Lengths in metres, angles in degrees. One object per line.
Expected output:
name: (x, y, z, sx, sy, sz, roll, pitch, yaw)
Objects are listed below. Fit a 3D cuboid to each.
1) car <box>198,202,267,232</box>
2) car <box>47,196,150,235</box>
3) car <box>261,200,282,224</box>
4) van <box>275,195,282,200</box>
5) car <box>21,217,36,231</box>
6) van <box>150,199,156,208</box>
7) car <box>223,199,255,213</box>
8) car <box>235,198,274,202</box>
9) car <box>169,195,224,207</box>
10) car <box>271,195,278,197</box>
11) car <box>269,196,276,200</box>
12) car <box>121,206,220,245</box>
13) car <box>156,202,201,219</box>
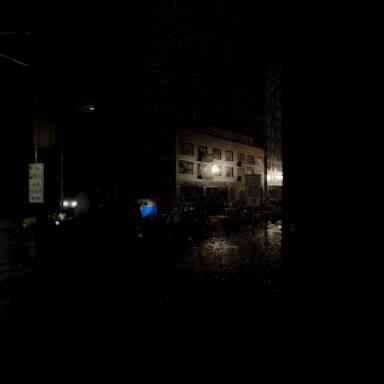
car: (2.581, 1.552, 20.255, 1.752, 1.417, 4.829, 0, 0, 36)
car: (-5.353, 1.250, 19.468, 2.150, 2.045, 5.566, 0, 0, 36)
car: (5.910, 1.552, 24.844, 1.752, 1.417, 4.829, 0, 0, 36)
van: (9.141, 1.365, 29.294, 1.690, 1.788, 3.998, 0, 0, 36)
car: (-7.858, 1.554, 20.386, 1.752, 1.417, 4.829, 0, 0, 36)
van: (-4.429, 1.371, 25.113, 1.690, 1.788, 3.998, 0, 0, 36)
car: (5.562, 1.587, 38.878, 1.947, 1.339, 4.313, 0, 0, 36)
car: (6.806, 1.623, 36.198, 1.895, 1.301, 4.718, 0, 0, 36)
car: (0.736, 1.250, 27.851, 2.150, 2.045, 5.566, 0, 0, 36)
car: (12.222, 1.326, 48.055, 2.192, 1.841, 5.009, 0, 0, 36)
car: (8.891, 1.582, 43.466, 1.947, 1.339, 4.313, 0, 0, 36)
car: (-0.848, 1.576, 15.531, 2.008, 1.369, 4.403, 0, 0, 36)
car: (-1.098, 1.611, 29.702, 1.802, 1.307, 4.206, 0, 0, 36)
